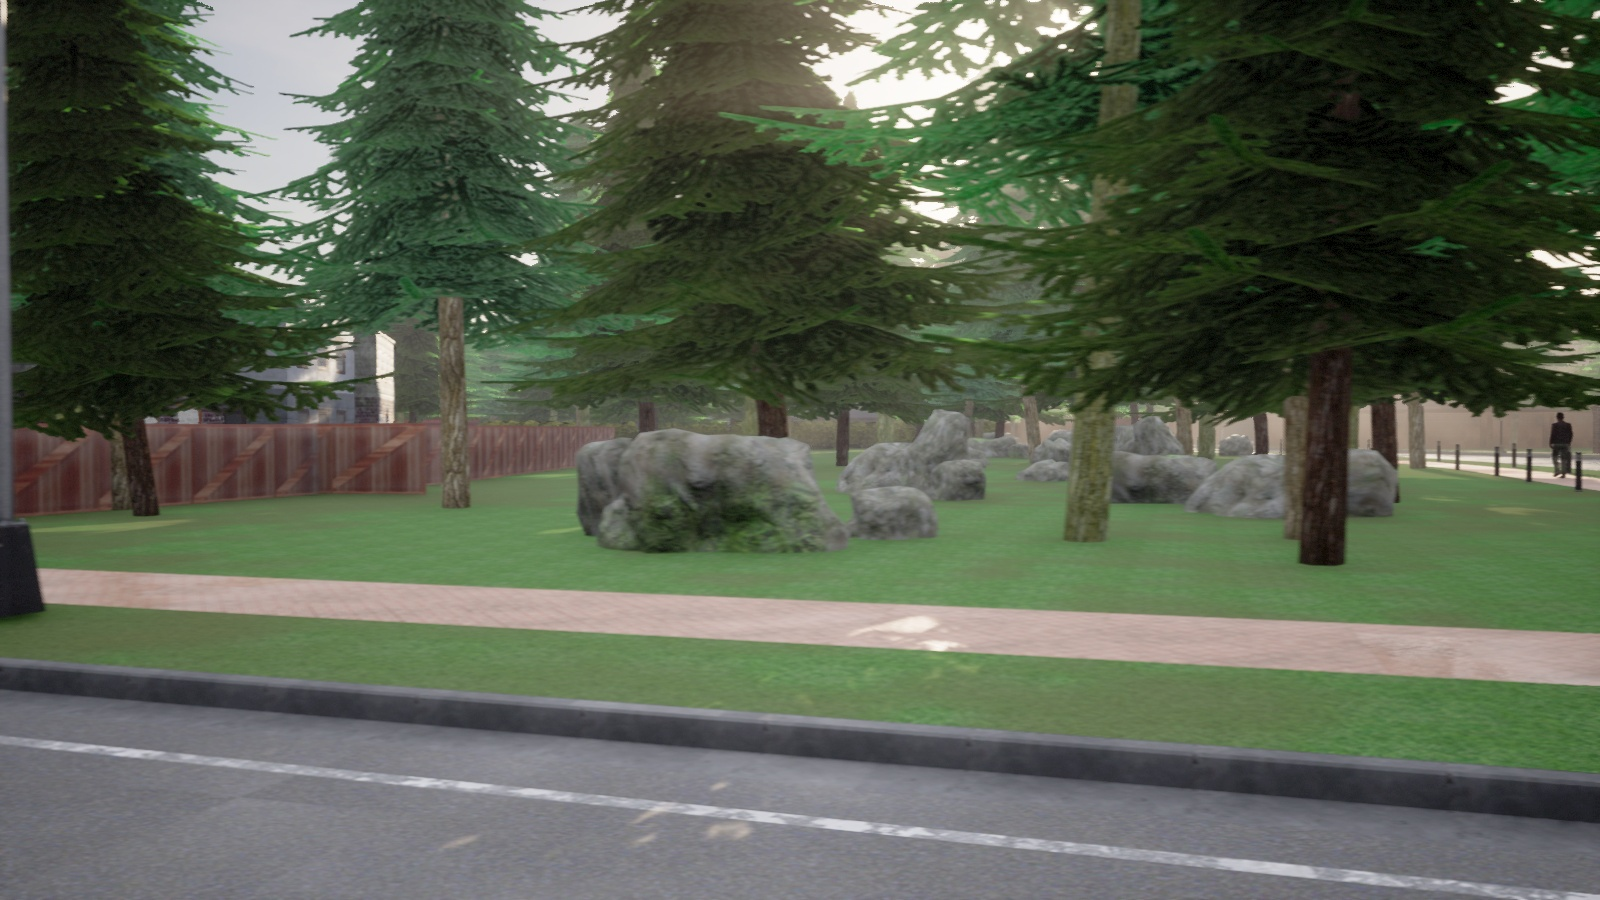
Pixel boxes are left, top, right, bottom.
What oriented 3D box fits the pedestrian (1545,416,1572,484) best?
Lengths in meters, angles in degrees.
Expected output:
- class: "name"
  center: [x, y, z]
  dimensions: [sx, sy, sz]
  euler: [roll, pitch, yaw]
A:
- class: "pedestrian"
  center: [20.687, -0.004, 34.259]
  dimensions: [0.431, 1.840, 0.703]
  euler: [0, 1, 15]
